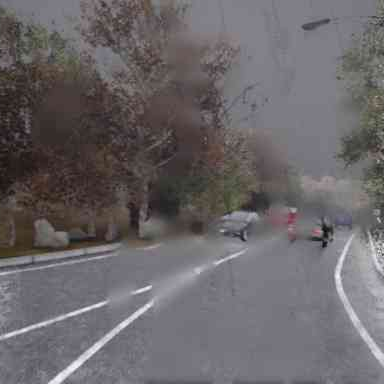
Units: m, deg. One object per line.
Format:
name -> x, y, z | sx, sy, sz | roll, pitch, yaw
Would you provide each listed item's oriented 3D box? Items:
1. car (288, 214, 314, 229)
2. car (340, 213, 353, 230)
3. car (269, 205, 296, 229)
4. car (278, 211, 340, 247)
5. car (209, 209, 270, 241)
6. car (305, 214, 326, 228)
car -> 11.946, 3.246, 36.284 | 1.994, 1.385, 4.181 | 1, -4, 28
car -> 19.767, 3.813, 43.688 | 2.150, 2.045, 5.566 | 1, -4, 27
car -> 7.381, 2.098, 27.502 | 2.150, 2.045, 5.566 | 1, -4, 27
car -> 6.184, 1.901, 17.156 | 2.033, 1.411, 5.357 | 1, -2, 27
car -> 2.599, 1.778, 18.314 | 1.837, 1.490, 4.892 | 1, -2, 28
car -> 17.456, 4.044, 46.931 | 2.097, 1.767, 4.553 | 1, -4, 28
